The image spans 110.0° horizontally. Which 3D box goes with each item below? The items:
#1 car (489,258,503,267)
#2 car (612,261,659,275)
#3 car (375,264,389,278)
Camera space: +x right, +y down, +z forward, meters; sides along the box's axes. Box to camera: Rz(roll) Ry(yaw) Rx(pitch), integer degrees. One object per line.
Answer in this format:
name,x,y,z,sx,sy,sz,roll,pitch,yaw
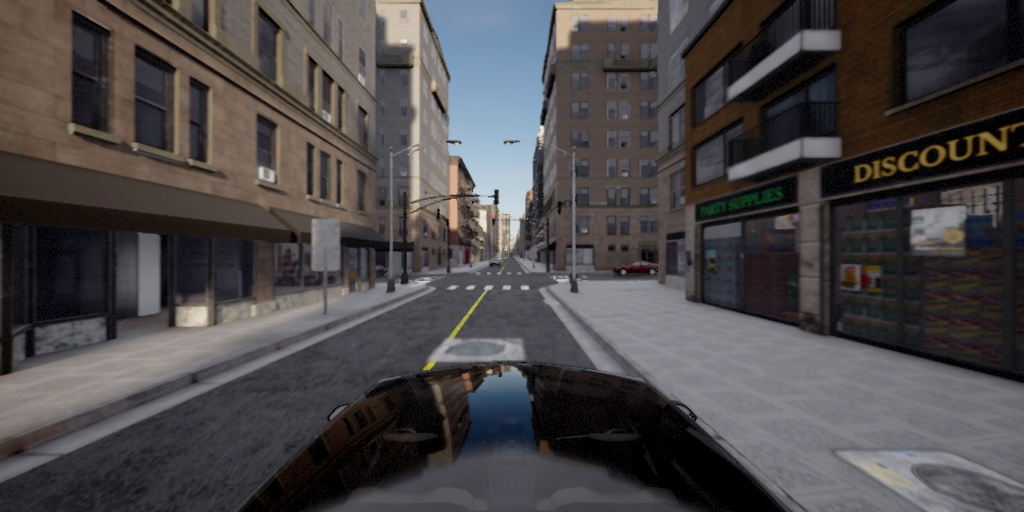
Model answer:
car,-2.923,1.147,61.977,1.837,1.490,4.892,0,0,1
car,12.205,1.149,35.411,4.507,1.381,1.888,0,0,1
car,-14.557,1.418,35.649,4.403,1.370,2.007,0,0,1
